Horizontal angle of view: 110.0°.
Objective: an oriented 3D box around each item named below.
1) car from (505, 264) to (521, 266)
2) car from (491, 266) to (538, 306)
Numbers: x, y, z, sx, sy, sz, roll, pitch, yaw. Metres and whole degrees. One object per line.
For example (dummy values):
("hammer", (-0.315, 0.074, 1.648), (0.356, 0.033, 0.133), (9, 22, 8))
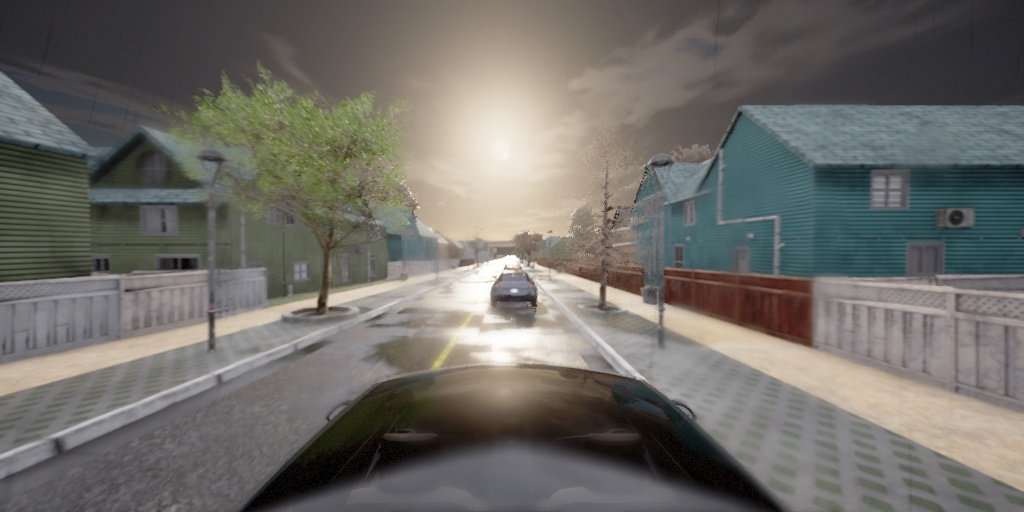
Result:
("car", (0.080, 1.425, 34.336), (1.895, 1.301, 4.718), (0, 0, 0))
("car", (0.092, 1.345, 16.106), (1.994, 1.385, 4.181), (0, 0, 0))
